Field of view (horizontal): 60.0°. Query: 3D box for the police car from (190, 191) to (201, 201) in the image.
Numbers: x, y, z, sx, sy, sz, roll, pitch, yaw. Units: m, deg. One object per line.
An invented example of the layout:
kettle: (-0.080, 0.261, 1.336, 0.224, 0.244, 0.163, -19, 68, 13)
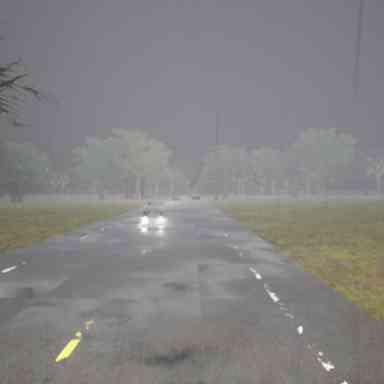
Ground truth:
police car: (1.032, 1.198, 78.521, 1.930, 1.638, 5.238, 0, 0, 0)

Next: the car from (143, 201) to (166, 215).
car: (-3.604, 1.510, 32.253, 1.895, 1.301, 4.718, 0, 0, 0)

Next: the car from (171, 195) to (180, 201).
car: (-3.517, 1.292, 73.374, 2.033, 1.411, 5.357, 0, 0, 0)

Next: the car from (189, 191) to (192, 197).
car: (1.029, 0.952, 94.443, 2.150, 2.045, 5.566, 0, 0, 0)

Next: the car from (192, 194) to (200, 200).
car: (1.030, 1.249, 88.414, 1.837, 1.490, 4.892, 0, 0, 0)
